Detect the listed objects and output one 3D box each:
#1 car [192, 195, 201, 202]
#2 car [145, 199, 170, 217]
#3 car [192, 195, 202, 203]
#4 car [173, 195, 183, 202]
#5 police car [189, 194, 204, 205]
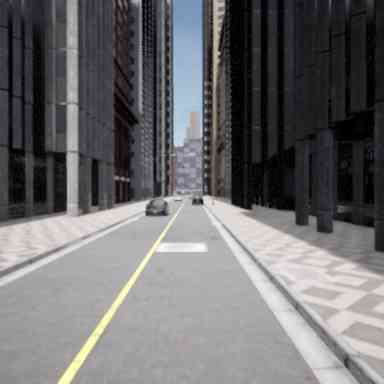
[{"bbox_3d":[0.929,1.321,69.675,1.837,1.490,4.892,0,0,0],"label":"car"},{"bbox_3d":[-3.080,1.387,30.230,1.882,1.535,5.008,0,0,0],"label":"car"},{"bbox_3d":[0.928,1.351,63.675,1.812,1.442,4.674,0,0,0],"label":"car"},{"bbox_3d":[-2.969,1.385,71.332,1.895,1.301,4.718,0,0,0],"label":"car"},{"bbox_3d":[0.923,1.270,53.785,1.930,1.638,5.238,0,0,0],"label":"police car"}]
